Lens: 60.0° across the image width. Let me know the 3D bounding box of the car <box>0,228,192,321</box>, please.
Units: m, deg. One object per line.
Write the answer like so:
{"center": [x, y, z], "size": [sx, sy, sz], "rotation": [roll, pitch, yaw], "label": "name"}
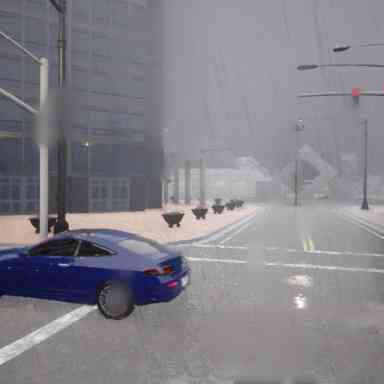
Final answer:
{"center": [-2.328, 1.501, 6.954], "size": [4.674, 1.442, 1.812], "rotation": [0, 0, 17], "label": "car"}
